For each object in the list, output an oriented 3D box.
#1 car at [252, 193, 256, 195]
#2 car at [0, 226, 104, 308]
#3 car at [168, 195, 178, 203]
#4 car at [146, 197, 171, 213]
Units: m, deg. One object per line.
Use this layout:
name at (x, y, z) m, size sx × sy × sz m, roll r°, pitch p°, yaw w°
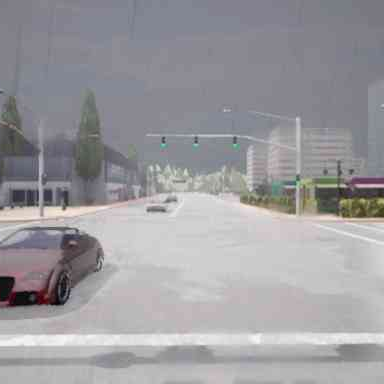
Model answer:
car at (17.824, 0.704, 86.555) m, size 4.605 × 1.855 × 1.932 m, roll 0°, pitch 0°, yaw -1°
car at (-3.495, 1.524, 7.785) m, size 1.994 × 1.385 × 4.181 m, roll 0°, pitch 0°, yaw 0°
car at (-3.463, 1.238, 58.245) m, size 2.033 × 1.411 × 5.357 m, roll 0°, pitch 0°, yaw 0°
car at (-3.479, 1.427, 33.790) m, size 1.895 × 1.301 × 4.718 m, roll 0°, pitch 0°, yaw 0°
